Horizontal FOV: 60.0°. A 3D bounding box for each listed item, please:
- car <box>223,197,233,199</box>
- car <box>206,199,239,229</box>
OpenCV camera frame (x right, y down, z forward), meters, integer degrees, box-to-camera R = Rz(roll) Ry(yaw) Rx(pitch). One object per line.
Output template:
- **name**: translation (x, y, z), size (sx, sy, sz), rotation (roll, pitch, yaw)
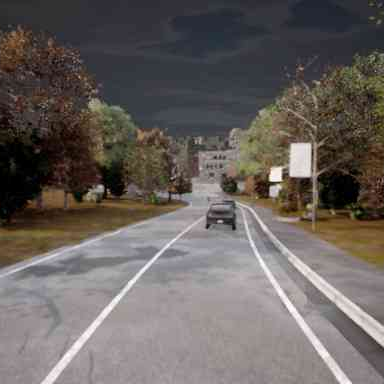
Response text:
- **car**: translation (4.574, 1.445, 42.564), size (1.837, 1.490, 4.892), rotation (1, 0, 5)
- **car**: translation (1.949, 1.482, 21.830), size (1.837, 1.490, 4.892), rotation (1, 0, 7)
